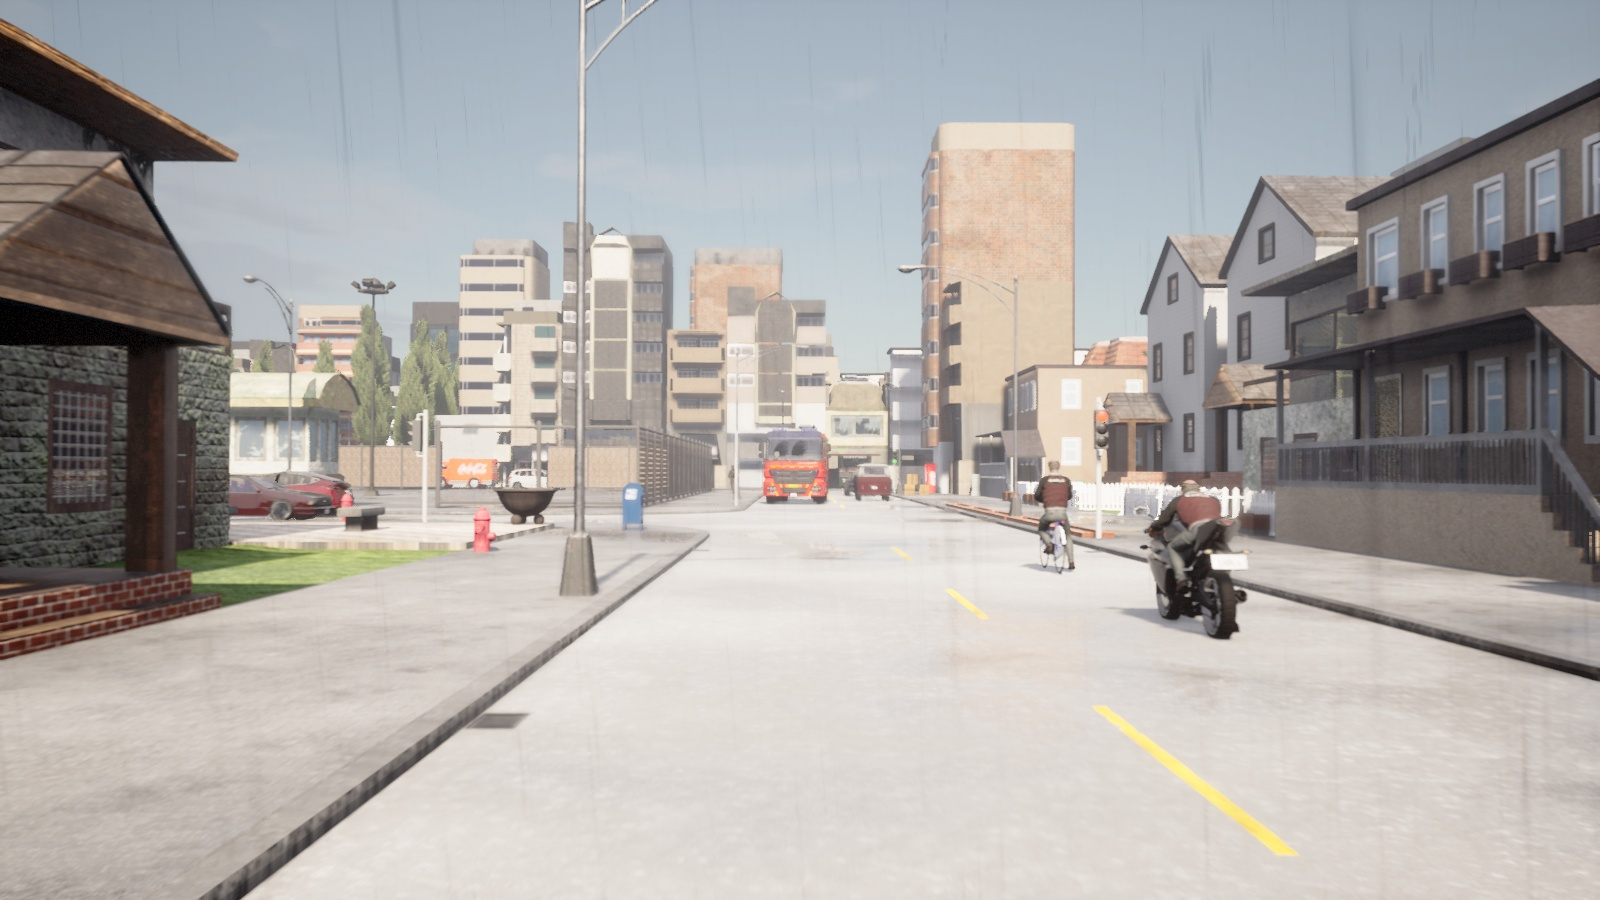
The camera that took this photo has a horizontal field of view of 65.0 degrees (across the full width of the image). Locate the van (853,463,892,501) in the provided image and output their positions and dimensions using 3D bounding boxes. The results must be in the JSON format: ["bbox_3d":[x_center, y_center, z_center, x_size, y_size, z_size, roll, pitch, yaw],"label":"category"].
[{"bbox_3d":[3.835,1.677,67.096,1.775,1.987,4.442,0,-1,-1],"label":"van"}]

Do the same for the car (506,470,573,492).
[{"bbox_3d":[-19.691,2.329,95.026,4.611,1.667,2.242,0,-1,0],"label":"car"}]

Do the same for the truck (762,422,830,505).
[{"bbox_3d":[-0.087,0.694,62.341,2.891,3.827,8.468,0,-1,3],"label":"truck"}]

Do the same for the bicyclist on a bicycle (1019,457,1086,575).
[{"bbox_3d":[3.962,1.001,19.828,0.659,1.776,1.843,0,-1,-1],"label":"bicyclist on a bicycle"}]

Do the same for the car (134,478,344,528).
[{"bbox_3d":[-16.657,1.556,37.472,5.357,1.411,2.033,0,-1,0],"label":"car"}]

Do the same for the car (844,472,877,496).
[{"bbox_3d":[3.797,2.146,80.125,1.837,1.490,4.892,0,-1,0],"label":"car"}]

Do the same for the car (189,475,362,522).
[{"bbox_3d":[-17.242,1.578,41.440,4.792,1.488,2.163,0,-1,1],"label":"car"}]

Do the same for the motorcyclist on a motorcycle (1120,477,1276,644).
[{"bbox_3d":[3.966,1.047,12.738,0.866,1.530,2.191,0,-1,0],"label":"motorcyclist on a motorcycle"}]
